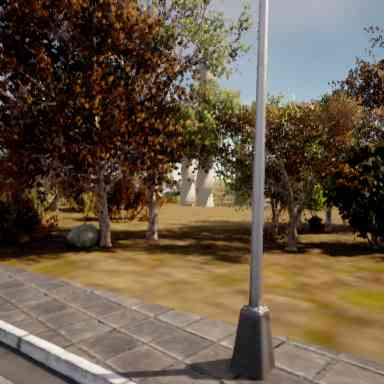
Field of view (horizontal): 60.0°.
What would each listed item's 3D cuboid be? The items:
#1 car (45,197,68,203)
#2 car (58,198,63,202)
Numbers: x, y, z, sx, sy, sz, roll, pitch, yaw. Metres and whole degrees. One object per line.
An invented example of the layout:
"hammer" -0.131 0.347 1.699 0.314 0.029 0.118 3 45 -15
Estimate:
"car" -35.898 2.176 88.190 5.008 1.535 2.097 2 -3 4
"car" -36.106 2.016 85.448 4.892 1.521 2.231 2 -3 4
